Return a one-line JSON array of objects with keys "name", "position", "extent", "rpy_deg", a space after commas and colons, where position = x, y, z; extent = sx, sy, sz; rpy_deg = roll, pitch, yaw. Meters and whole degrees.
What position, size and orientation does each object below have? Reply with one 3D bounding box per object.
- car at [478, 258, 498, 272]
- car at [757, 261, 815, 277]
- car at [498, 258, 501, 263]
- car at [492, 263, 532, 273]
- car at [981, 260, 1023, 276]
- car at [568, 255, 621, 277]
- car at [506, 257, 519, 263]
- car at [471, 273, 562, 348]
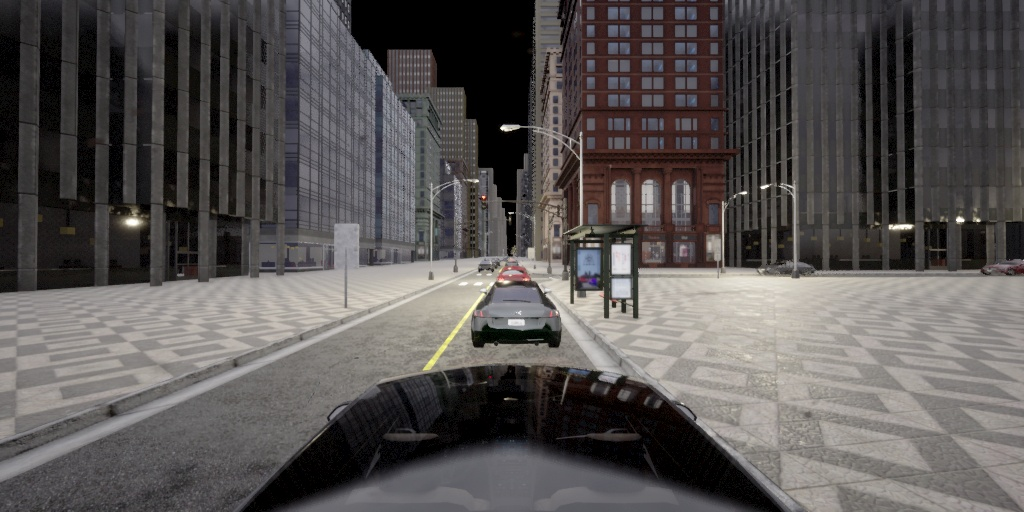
[{"name": "car", "position": [-3.110, 1.244, 44.202], "extent": [2.033, 1.411, 5.357], "rpy_deg": [0, 0, 0]}, {"name": "car", "position": [25.376, 1.178, 33.233], "extent": [4.674, 1.442, 1.812], "rpy_deg": [0, -1, 0]}, {"name": "car", "position": [-3.116, 1.163, 54.130], "extent": [2.128, 1.511, 4.902], "rpy_deg": [0, 0, 0]}, {"name": "car", "position": [0.110, 1.269, 19.105], "extent": [1.812, 1.442, 4.674], "rpy_deg": [0, 0, 1]}, {"name": "car", "position": [46.461, 1.097, 33.136], "extent": [4.674, 1.442, 1.812], "rpy_deg": [0, -1, 0]}, {"name": "car", "position": [7.959, 0.932, 33.080], "extent": [5.566, 2.045, 2.150], "rpy_deg": [0, -1, -3]}, {"name": "car", "position": [0.031, 1.168, 52.346], "extent": [2.128, 1.511, 4.902], "rpy_deg": [0, 0, 1]}, {"name": "car", "position": [0.095, 1.314, 9.270], "extent": [1.994, 1.385, 4.181], "rpy_deg": [0, 0, 0]}]
